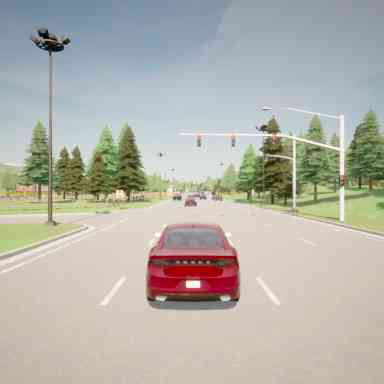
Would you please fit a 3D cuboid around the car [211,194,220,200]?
[{"bbox_3d":[6.641,1.372,94.014,2.033,1.411,5.357,0,0,0],"label":"car"}]

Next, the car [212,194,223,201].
[{"bbox_3d":[6.681,1.517,83.595,2.128,1.511,4.902,0,0,0],"label":"car"}]

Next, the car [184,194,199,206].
[{"bbox_3d":[-0.201,1.526,52.955,1.812,1.442,4.674,0,0,0],"label":"car"}]

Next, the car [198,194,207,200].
[{"bbox_3d":[3.139,1.524,94.414,1.812,1.442,4.674,0,0,0],"label":"car"}]

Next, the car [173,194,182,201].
[{"bbox_3d":[-3.819,1.469,83.554,1.882,1.535,5.008,0,0,0],"label":"car"}]

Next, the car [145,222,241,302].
[{"bbox_3d":[0.031,1.478,8.353,1.882,1.535,5.008,0,0,0],"label":"car"}]

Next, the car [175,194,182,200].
[{"bbox_3d":[-3.859,1.310,93.974,1.882,1.535,5.008,0,0,0],"label":"car"}]

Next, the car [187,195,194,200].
[{"bbox_3d":[-0.359,1.428,94.018,1.895,1.301,4.718,0,0,0],"label":"car"}]
